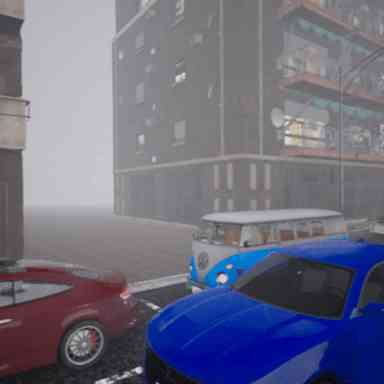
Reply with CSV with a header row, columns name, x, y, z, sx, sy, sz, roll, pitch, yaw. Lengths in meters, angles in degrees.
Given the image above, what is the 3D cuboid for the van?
name,x,y,z,sx,sy,sz,roll,pitch,yaw
van,1.800,1.295,7.389,3.998,1.788,1.690,-1,0,-36

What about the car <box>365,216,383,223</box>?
name,x,y,z,sx,sy,sz,roll,pitch,yaw
car,6.354,1.458,10.642,4.403,1.369,2.008,-1,0,-36

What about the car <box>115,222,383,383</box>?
name,x,y,z,sx,sy,sz,roll,pitch,yaw
car,1.780,1.446,4.339,5.008,1.535,1.882,-1,1,-36

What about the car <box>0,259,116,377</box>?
name,x,y,z,sx,sy,sz,roll,pitch,yaw
car,-2.750,1.582,4.139,4.206,1.307,1.802,-1,0,-36
